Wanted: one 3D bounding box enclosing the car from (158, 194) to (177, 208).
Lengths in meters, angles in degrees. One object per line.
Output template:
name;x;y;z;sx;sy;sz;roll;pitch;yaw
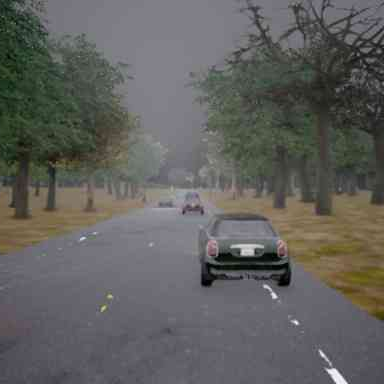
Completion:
car;-3.521;1.341;45.443;1.837;1.490;4.892;0;0;0

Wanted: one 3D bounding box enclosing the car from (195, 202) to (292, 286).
car;1.238;1.344;9.521;2.097;1.767;4.553;0;0;0

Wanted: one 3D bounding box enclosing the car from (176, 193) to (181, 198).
car;-3.386;0.927;84.595;1.812;1.442;4.674;0;1;0

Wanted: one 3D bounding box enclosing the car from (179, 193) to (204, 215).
car;0.103;1.279;33.711;2.097;1.767;4.553;0;0;0
